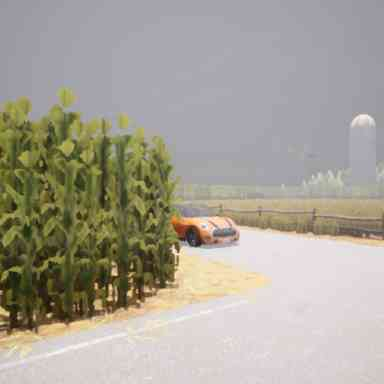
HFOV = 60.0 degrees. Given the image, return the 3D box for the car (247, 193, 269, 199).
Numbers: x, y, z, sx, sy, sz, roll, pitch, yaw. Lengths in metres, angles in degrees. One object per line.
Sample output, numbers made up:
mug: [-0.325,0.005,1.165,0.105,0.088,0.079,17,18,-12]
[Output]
car: [14.055,1.191,70.398,5.566,2.045,2.150,0,0,-35]

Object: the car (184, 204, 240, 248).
car: [0.061,1.347,15.065,2.097,1.767,4.553,0,0,-35]
